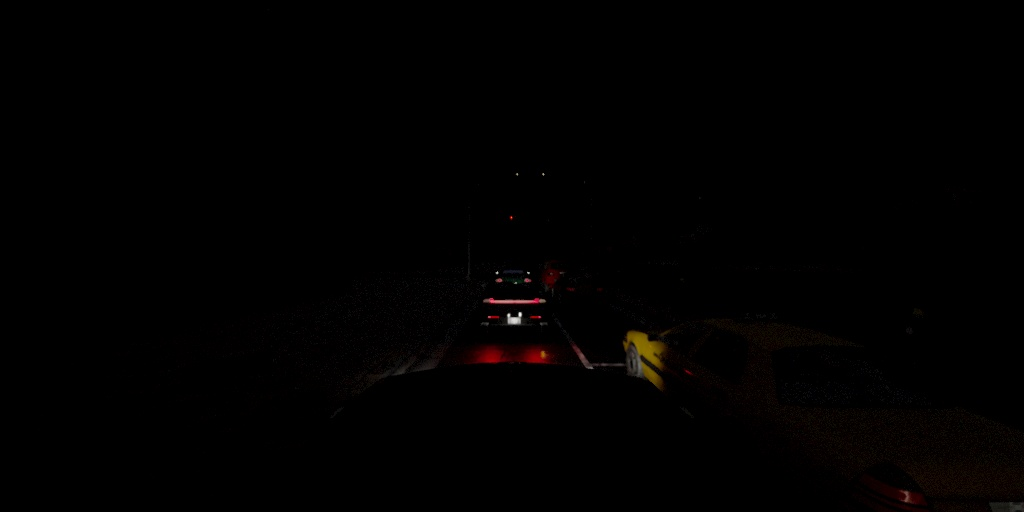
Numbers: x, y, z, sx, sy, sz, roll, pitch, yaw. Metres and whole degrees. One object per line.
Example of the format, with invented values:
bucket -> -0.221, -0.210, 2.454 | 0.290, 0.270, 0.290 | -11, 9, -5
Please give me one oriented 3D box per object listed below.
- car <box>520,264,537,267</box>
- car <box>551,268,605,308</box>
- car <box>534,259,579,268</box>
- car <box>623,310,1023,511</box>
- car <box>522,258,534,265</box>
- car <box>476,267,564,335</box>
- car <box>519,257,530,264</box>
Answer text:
car -> 0.048, 1.317, 19.413 | 1.994, 1.385, 4.181 | 0, 0, -1
car -> 2.653, 1.332, 14.847 | 1.802, 1.307, 4.207 | 0, 0, 0
car -> 2.658, 1.068, 20.296 | 2.192, 1.841, 5.009 | 0, 0, 0
car -> 2.641, 1.275, 4.119 | 1.751, 1.417, 4.829 | 0, 0, 0
car -> 2.686, 1.335, 46.725 | 1.888, 1.381, 4.507 | 0, 0, 0
car -> 0.074, 1.241, 10.469 | 2.128, 1.511, 4.902 | 0, 0, 1
car -> 2.704, 1.375, 63.036 | 1.888, 1.381, 4.507 | 0, 0, 0
